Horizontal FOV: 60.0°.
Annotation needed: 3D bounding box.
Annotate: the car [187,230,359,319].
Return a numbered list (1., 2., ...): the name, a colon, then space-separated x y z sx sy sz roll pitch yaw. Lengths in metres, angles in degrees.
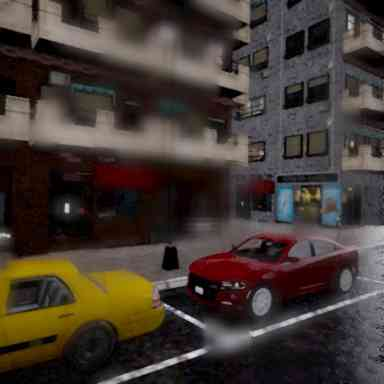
1. car: 1.968 1.600 7.490 4.507 1.381 1.887 1 0 -35

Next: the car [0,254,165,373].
1. car: -2.688 1.526 4.170 4.829 1.417 1.752 1 0 -35
